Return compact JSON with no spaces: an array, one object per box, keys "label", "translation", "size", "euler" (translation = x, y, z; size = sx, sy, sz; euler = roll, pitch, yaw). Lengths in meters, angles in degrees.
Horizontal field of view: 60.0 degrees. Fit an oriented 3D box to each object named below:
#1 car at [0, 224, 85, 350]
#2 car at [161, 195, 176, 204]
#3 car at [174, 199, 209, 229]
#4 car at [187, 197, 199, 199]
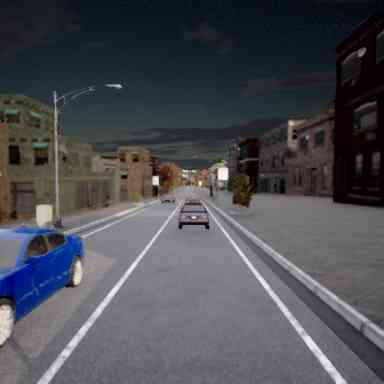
[{"label":"car","translation":[-3.598,1.461,6.318],"size":[1.882,1.535,5.008],"euler":[0,0,0]},{"label":"car","translation":[-3.526,1.129,49.978],"size":[1.994,1.385,4.181],"euler":[0,0,0]},{"label":"car","translation":[0.104,1.418,20.779],"size":[2.033,1.411,5.357],"euler":[0,1,0]},{"label":"car","translation":[0.090,1.235,42.845],"size":[1.895,1.301,4.718],"euler":[0,1,0]}]
